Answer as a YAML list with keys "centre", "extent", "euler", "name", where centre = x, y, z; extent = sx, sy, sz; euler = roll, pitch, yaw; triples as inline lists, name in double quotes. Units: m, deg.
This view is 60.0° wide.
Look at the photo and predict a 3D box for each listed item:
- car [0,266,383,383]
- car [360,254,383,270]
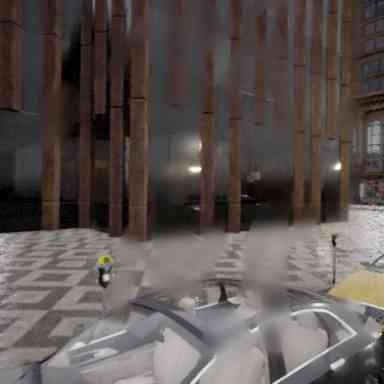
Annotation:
- centre: [0.027, 1.548, 2.742]
  extent: [4.403, 1.369, 2.008]
  euler: [1, 0, -38]
  name: "car"
- centre: [4.230, 1.566, 6.058]
  extent: [4.829, 1.417, 1.752]
  euler: [1, 0, -38]
  name: "car"
